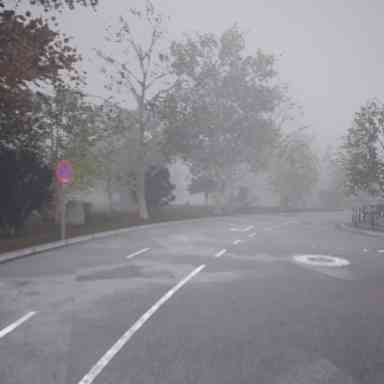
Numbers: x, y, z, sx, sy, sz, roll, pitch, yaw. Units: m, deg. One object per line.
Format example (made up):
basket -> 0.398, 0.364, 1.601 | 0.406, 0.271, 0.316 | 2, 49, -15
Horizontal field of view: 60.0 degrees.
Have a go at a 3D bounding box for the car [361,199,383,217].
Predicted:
car -> 19.266, 1.739, 33.919 | 4.902, 1.511, 2.128 | 1, 0, -34

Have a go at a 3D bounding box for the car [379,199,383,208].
car -> 37.276, 2.152, 61.044 | 4.892, 1.521, 2.231 | 1, -1, 22

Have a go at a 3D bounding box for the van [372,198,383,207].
van -> 42.674, 2.353, 73.925 | 4.442, 1.987, 1.878 | 1, -2, 22

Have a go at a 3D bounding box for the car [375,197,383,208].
car -> 38.351, 1.968, 63.628 | 5.566, 2.045, 2.435 | 1, -1, 22
